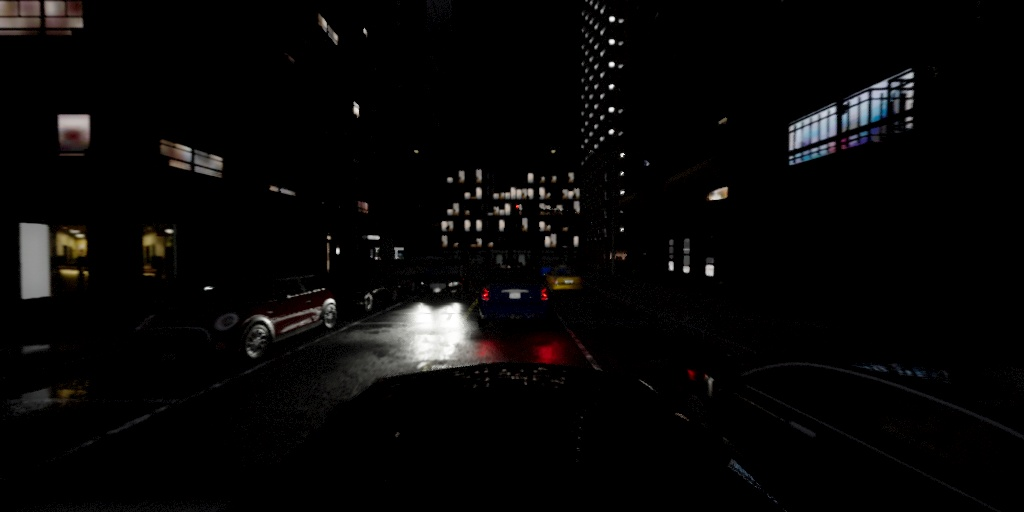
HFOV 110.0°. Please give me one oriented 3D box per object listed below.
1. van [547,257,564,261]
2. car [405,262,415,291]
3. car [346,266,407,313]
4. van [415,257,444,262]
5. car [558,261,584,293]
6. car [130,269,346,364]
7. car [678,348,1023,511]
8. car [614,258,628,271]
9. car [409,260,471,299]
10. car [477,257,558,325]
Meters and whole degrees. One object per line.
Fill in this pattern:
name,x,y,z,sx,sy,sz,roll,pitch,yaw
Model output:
van,2.689,0.941,24.717,1.690,1.789,3.998,0,0,0
car,-5.692,1.187,19.144,2.007,1.370,4.403,0,0,0
car,-5.692,1.239,13.541,1.948,1.339,4.313,0,0,0
van,-5.692,0.941,24.745,1.690,1.789,3.998,0,0,0
car,2.689,1.162,19.285,1.751,1.417,4.829,0,0,0
car,-5.691,1.149,7.940,1.967,1.591,4.097,0,0,0
car,2.690,1.297,2.310,2.007,1.370,4.403,0,0,0
car,15.232,0.821,44.056,5.009,1.841,2.192,0,0,0
car,-3.084,1.140,17.250,2.128,1.511,4.902,0,0,0
car,0.080,1.040,11.637,2.097,1.767,4.553,0,1,0
